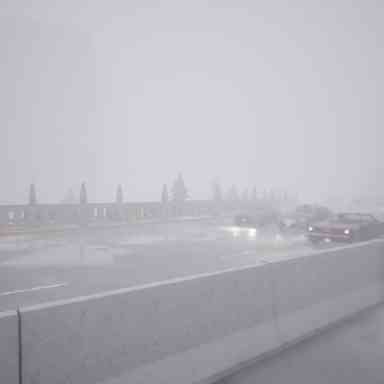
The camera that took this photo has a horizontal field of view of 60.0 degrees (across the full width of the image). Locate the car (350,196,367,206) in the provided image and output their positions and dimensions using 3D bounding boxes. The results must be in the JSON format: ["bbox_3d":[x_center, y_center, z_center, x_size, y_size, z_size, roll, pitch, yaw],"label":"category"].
[{"bbox_3d":[27.544,1.476,55.155,1.882,1.535,5.008,0,0,18],"label":"car"}]

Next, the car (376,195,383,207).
[{"bbox_3d":[30.060,1.350,51.635,2.097,1.767,4.553,0,0,18],"label":"car"}]

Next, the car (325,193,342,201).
[{"bbox_3d":[25.169,1.220,59.306,2.150,2.045,5.566,0,0,16],"label":"car"}]

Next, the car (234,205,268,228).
[{"bbox_3d":[4.621,1.564,22.456,1.994,1.385,4.181,0,0,43],"label":"car"}]

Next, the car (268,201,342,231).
[{"bbox_3d":[6.876,1.491,19.759,2.128,1.511,4.902,0,0,43],"label":"car"}]

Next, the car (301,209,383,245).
[{"bbox_3d":[6.943,1.601,14.770,4.718,1.301,1.895,0,0,-45],"label":"car"}]
